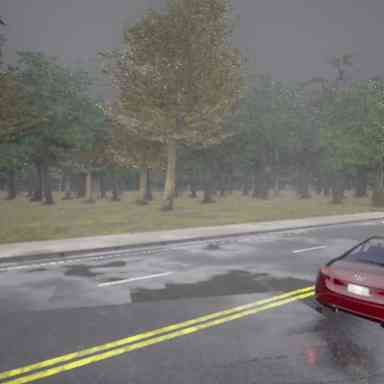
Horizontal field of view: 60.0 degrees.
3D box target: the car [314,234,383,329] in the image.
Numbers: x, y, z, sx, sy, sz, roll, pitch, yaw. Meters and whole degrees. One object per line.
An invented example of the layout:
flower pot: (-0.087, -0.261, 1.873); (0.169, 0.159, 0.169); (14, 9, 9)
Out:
car: (4.304, 1.532, 6.511); (4.181, 1.385, 1.994); (0, 0, -36)
